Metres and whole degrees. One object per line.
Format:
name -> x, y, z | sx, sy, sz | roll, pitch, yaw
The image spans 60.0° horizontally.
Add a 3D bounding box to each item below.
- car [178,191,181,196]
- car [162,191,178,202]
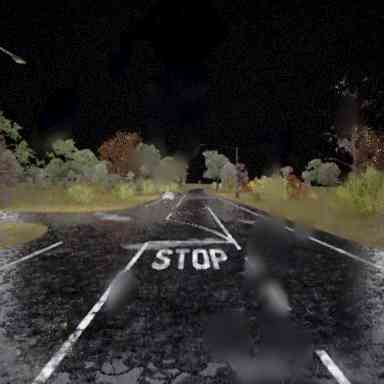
car -> -3.591, 0.284, 82.101 | 1.895, 1.301, 4.718 | 0, 1, 0
car -> -3.531, 0.743, 50.700 | 1.812, 1.442, 4.674 | 0, 1, 0
